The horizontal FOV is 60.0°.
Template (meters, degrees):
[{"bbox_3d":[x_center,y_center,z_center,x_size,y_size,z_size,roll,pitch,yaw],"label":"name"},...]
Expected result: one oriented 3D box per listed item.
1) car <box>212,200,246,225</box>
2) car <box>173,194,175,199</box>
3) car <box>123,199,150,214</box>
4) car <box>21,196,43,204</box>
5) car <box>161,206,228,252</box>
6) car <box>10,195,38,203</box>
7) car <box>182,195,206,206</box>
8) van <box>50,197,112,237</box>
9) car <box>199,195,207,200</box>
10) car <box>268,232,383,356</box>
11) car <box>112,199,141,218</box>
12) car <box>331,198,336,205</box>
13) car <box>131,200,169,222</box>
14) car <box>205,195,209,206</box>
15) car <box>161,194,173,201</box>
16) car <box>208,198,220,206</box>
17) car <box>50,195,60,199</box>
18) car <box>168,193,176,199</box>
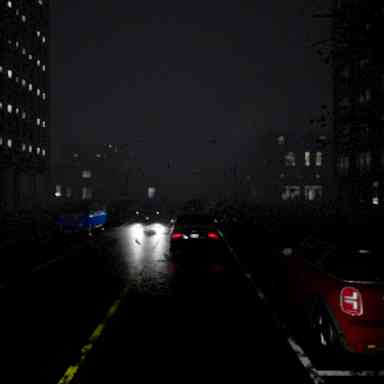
[{"bbox_3d":[2.686,1.482,23.115,2.008,1.369,4.403,0,0,0],"label":"car"},{"bbox_3d":[-5.715,1.302,83.634,2.008,1.369,4.403,0,0,0],"label":"car"},{"bbox_3d":[-5.698,1.448,34.513,2.008,1.369,4.403,0,0,0],"label":"car"},{"bbox_3d":[-25.430,1.267,52.591,4.403,1.369,2.008,0,0,1],"label":"car"},{"bbox_3d":[0.091,1.507,13.594,2.033,1.411,5.357,0,0,0],"label":"car"},{"bbox_3d":[-30.839,1.295,61.053,4.206,1.307,1.802,0,0,1],"label":"car"},{"bbox_3d":[0.086,1.380,32.730,1.882,1.535,5.008,0,0,0],"label":"car"},{"bbox_3d":[-5.692,1.289,17.436,1.690,1.788,3.998,0,0,0],"label":"van"},{"bbox_3d":[2.666,1.333,83.623,1.802,1.307,4.206,0,0,0],"label":"car"},{"bbox_3d":[2.692,1.422,6.039,1.967,1.590,4.097,0,0,0],"label":"car"},{"bbox_3d":[-5.696,1.354,28.821,1.967,1.590,4.097,0,0,0],"label":"car"},{"bbox_3d":[23.628,1.524,51.818,4.206,1.307,1.802,0,0,1],"label":"car"},{"bbox_3d":[-3.106,1.525,25.435,1.895,1.301,4.718,0,0,0],"label":"car"},{"bbox_3d":[2.680,1.430,40.191,2.008,1.369,4.403,0,0,0],"label":"car"},{"bbox_3d":[-5.711,1.365,72.591,1.802,1.307,4.206,0,0,0],"label":"car"},{"bbox_3d":[2.684,1.459,28.807,1.887,1.381,4.507,0,0,0],"label":"car"},{"bbox_3d":[-25.472,1.261,60.973,4.829,1.417,1.752,0,0,1],"label":"car"},{"bbox_3d":[-5.718,1.160,94.678,1.967,1.590,4.097,0,0,0],"label":"car"}]
